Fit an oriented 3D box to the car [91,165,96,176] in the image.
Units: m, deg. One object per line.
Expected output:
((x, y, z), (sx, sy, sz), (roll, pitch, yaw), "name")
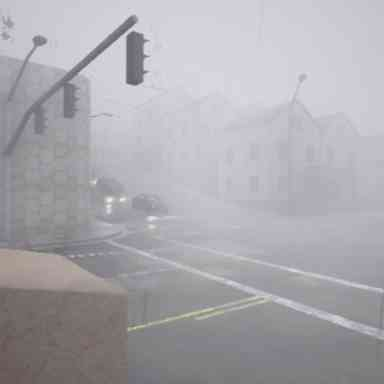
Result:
((-14.904, -3.388, 46.438), (2.097, 1.767, 4.553), (1, 13, -34), "car")

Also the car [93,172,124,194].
((-9.398, -0.861, 38.319), (1.837, 1.490, 4.892), (1, 13, -34), "car")

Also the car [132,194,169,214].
((-3.853, 0.976, 30.211), (1.812, 1.442, 4.674), (1, 7, -34), "car")
